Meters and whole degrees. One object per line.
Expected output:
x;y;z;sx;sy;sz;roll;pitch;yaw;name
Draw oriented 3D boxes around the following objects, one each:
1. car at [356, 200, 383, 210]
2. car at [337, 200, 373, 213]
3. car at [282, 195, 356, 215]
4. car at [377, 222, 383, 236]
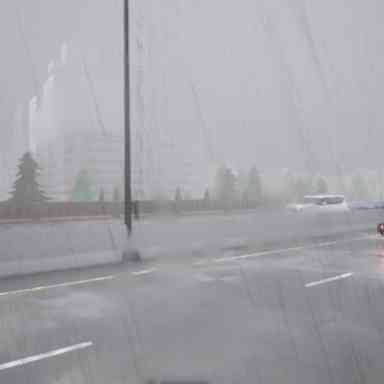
19.098;1.602;34.798;5.008;1.535;1.882;2;-1;-35;car
19.288;1.745;39.228;4.674;1.442;1.812;3;-2;-35;car
8.686;1.228;23.083;5.566;2.045;2.150;0;0;-35;car
10.840;1.604;15.779;4.718;1.301;1.895;0;0;-36;car
